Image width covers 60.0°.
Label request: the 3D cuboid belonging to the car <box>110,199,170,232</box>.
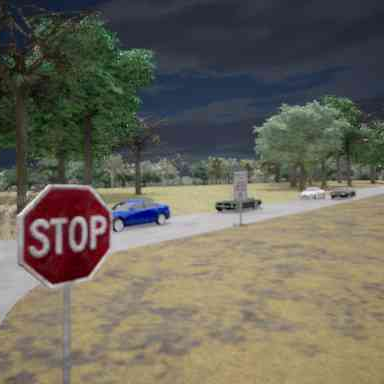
[{"bbox_3d":[-3.386,1.209,18.632,1.882,1.535,5.008,0,2,40],"label":"car"}]

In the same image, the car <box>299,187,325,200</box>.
[{"bbox_3d":[14.549,0.184,40.164,1.812,1.442,4.674,0,2,40],"label":"car"}]

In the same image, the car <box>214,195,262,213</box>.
[{"bbox_3d":[3.819,0.921,27.299,1.895,1.301,4.718,0,2,40],"label":"car"}]

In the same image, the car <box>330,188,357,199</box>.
[{"bbox_3d":[18.365,0.147,40.188,1.895,1.301,4.718,0,2,40],"label":"car"}]
